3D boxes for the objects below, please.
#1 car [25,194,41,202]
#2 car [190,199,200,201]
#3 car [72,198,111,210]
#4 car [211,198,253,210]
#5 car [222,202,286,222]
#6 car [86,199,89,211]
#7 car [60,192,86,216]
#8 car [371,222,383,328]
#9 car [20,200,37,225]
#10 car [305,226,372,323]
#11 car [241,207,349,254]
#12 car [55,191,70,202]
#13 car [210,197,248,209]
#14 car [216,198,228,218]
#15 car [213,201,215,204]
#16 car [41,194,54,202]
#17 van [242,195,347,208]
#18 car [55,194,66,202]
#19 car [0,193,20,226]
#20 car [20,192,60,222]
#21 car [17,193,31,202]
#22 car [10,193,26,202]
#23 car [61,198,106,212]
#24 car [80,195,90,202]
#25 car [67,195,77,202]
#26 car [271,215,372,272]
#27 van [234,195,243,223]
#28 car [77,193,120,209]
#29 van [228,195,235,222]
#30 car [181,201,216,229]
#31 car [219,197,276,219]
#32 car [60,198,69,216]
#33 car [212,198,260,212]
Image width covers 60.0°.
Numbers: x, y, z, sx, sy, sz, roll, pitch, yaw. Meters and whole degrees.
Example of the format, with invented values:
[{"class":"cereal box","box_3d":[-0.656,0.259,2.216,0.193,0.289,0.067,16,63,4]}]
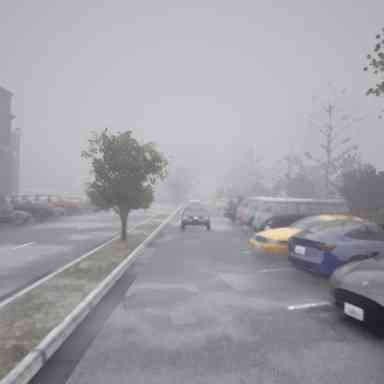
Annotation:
[{"class":"car","box_3d":[-31.464,1.195,65.946,2.231,1.521,4.892,0,-1,-19]},{"class":"car","box_3d":[0.377,1.566,41.933,1.812,1.442,4.674,0,0,0]},{"class":"car","box_3d":[-13.030,1.544,43.105,4.674,1.452,2.002,-1,0,-19]},{"class":"car","box_3d":[5.111,1.528,43.065,4.892,1.521,2.231,1,0,-20]},{"class":"car","box_3d":[4.992,1.552,26.933,4.674,1.452,2.002,1,0,-20]},{"class":"car","box_3d":[-13.100,1.371,34.061,4.553,1.767,2.185,-1,0,-19]},{"class":"car","box_3d":[-13.138,1.242,31.065,5.566,2.045,2.435,-1,0,-20]},{"class":"car","box_3d":[4.865,1.239,3.138,5.566,2.045,2.435,1,0,-20]},{"class":"car","box_3d":[-13.202,1.513,22.043,4.792,1.488,2.163,-1,0,-20]},{"class":"car","box_3d":[4.826,1.522,6.087,4.792,1.488,2.163,1,0,-20]},{"class":"car","box_3d":[4.715,1.493,11.988,5.366,1.575,1.946,1,0,-20]},{"class":"car","box_3d":[-25.532,0.942,65.808,2.435,2.045,5.566,1,-1,-19]},{"class":"car","box_3d":[5.150,1.530,46.459,4.892,1.521,2.231,1,0,-19]},{"class":"car","box_3d":[4.999,1.258,23.971,5.566,2.045,2.435,1,0,-20]},{"class":"car","box_3d":[5.036,1.550,36.265,4.792,1.488,2.163,1,0,-20]},{"class":"car","box_3d":[-28.507,1.234,65.888,2.002,1.452,4.674,1,-1,-19]},{"class":"van","box_3d":[4.806,1.274,14.986,4.442,1.987,1.878,1,0,-20]},{"class":"car","box_3d":[-32.823,1.600,82.959,2.185,1.767,4.553,1,-3,-19]},{"class":"car","box_3d":[-13.280,1.229,19.011,5.566,2.045,2.435,-1,0,-20]},{"class":"car","box_3d":[-13.186,1.235,25.051,5.566,2.045,2.435,-1,0,-20]},{"class":"car","box_3d":[-41.868,1.473,83.098,2.435,2.045,5.566,1,-3,-19]},{"class":"car","box_3d":[-34.415,1.069,65.985,2.185,1.767,4.553,0,-1,-19]},{"class":"car","box_3d":[-13.069,1.504,40.080,5.008,1.535,2.097,-1,0,-19]},{"class":"car","box_3d":[-26.772,1.725,82.802,2.231,1.521,4.892,1,-3,-19]},{"class":"car","box_3d":[-29.787,1.597,82.835,2.185,1.767,4.553,1,-3,-19]},{"class":"car","box_3d":[4.898,1.525,9.089,4.792,1.488,2.163,1,0,-20]},{"class":"van","box_3d":[4.824,1.276,17.964,4.442,1.987,1.878,1,0,-20]},{"class":"car","box_3d":[-13.023,1.248,46.106,5.566,2.045,2.435,-1,0,-19]},{"class":"van","box_3d":[4.842,1.279,20.941,4.442,1.987,1.878,1,0,-20]},{"class":"car","box_3d":[0.227,1.569,22.039,2.033,1.411,5.357,0,0,0]},{"class":"car","box_3d":[4.982,1.389,29.906,4.553,1.767,2.185,1,0,-20]},{"class":"car","box_3d":[-13.158,1.519,28.055,4.792,1.488,2.163,-1,0,-20]},{"class":"car","box_3d":[5.262,1.524,39.739,5.366,1.575,1.946,1,0,-20]}]
